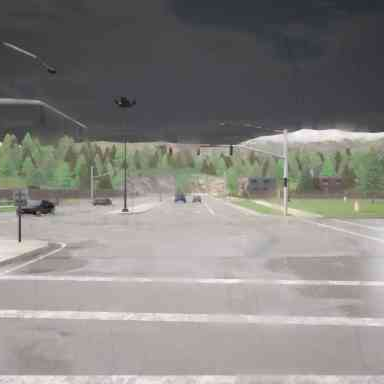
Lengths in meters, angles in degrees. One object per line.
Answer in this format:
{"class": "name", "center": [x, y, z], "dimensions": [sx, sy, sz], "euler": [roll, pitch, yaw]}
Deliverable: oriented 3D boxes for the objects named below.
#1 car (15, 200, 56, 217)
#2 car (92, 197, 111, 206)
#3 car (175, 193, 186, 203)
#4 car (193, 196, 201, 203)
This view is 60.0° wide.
{"class": "car", "center": [-14.720, 1.477, 31.524], "dimensions": [1.882, 1.535, 5.008], "euler": [0, 0, 1]}
{"class": "car", "center": [-14.380, 1.547, 53.350], "dimensions": [2.033, 1.411, 5.357], "euler": [0, 0, 1]}
{"class": "car", "center": [-2.469, 1.223, 70.442], "dimensions": [2.150, 2.045, 5.566], "euler": [0, 0, 1]}
{"class": "car", "center": [1.043, 1.546, 69.931], "dimensions": [2.033, 1.411, 5.357], "euler": [0, 0, 1]}
